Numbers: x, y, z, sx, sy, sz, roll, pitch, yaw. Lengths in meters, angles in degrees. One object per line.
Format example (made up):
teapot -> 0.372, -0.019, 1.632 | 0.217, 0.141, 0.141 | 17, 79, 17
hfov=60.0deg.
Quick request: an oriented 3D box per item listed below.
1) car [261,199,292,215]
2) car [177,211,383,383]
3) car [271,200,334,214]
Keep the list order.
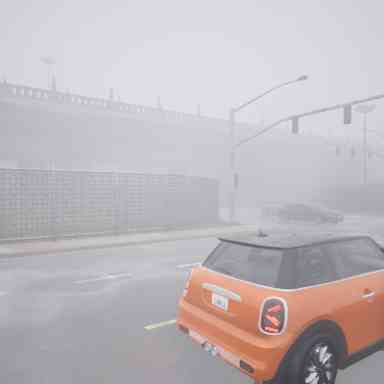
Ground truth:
car -> 8.514, 1.407, 30.171 | 2.097, 1.767, 4.553 | 0, 0, -36
car -> 2.081, 1.352, 5.272 | 4.553, 1.767, 2.097 | 0, 0, -35
car -> 8.477, 1.544, 24.201 | 1.837, 1.490, 4.892 | 0, -1, -36
